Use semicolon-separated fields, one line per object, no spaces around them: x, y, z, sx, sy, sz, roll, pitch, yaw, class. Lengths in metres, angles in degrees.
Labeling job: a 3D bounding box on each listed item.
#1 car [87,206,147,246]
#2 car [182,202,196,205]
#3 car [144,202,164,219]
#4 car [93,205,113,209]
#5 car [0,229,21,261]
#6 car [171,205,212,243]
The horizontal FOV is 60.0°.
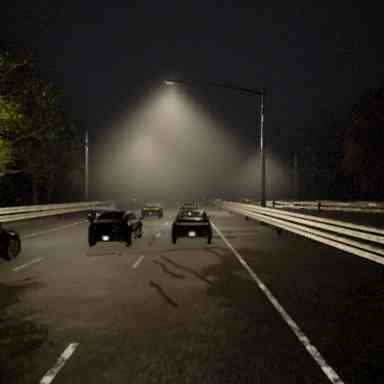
-3.508;1.630;15.846;1.837;1.490;4.892;0;0;-1;car
-0.286;1.774;32.602;1.837;1.490;4.892;0;-1;-1;car
-3.783;1.760;32.454;2.128;1.511;4.902;0;-1;-1;car
-7.182;1.774;27.637;2.033;1.411;5.357;0;-1;-1;car
-6.963;1.570;9.837;2.128;1.511;4.902;0;0;0;car
-0.020;1.624;16.835;2.128;1.511;4.902;0;0;-1;car
